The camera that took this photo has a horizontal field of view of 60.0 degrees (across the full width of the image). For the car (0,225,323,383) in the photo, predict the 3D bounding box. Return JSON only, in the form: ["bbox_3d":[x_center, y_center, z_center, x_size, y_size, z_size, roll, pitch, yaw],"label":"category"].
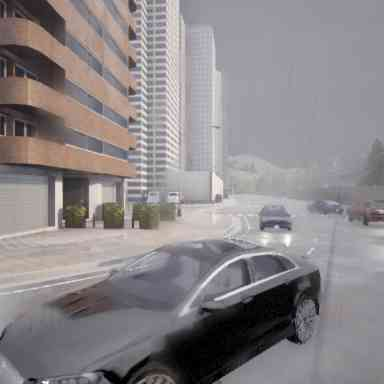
[{"bbox_3d":[0.067,1.491,4.577,4.902,1.511,2.128,0,0,-45],"label":"car"}]

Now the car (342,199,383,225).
[{"bbox_3d":[12.801,1.351,23.970,2.097,1.767,4.553,0,0,9],"label":"car"}]

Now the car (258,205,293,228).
[{"bbox_3d":[5.157,1.548,20.809,2.033,1.411,5.357,0,0,11],"label":"car"}]

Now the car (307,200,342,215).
[{"bbox_3d":[13.494,1.547,33.818,1.812,1.442,4.674,0,0,-7],"label":"car"}]
